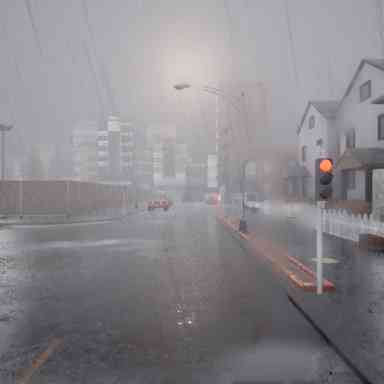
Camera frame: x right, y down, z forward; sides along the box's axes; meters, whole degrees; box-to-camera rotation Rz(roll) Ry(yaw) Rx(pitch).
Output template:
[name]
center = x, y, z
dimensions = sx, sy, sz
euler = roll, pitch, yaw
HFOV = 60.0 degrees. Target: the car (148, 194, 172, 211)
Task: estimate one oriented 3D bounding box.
[car]
center = -4.082, 1.221, 41.246
dimensions = 2.150, 2.045, 5.566
euler = 0, 0, 0
